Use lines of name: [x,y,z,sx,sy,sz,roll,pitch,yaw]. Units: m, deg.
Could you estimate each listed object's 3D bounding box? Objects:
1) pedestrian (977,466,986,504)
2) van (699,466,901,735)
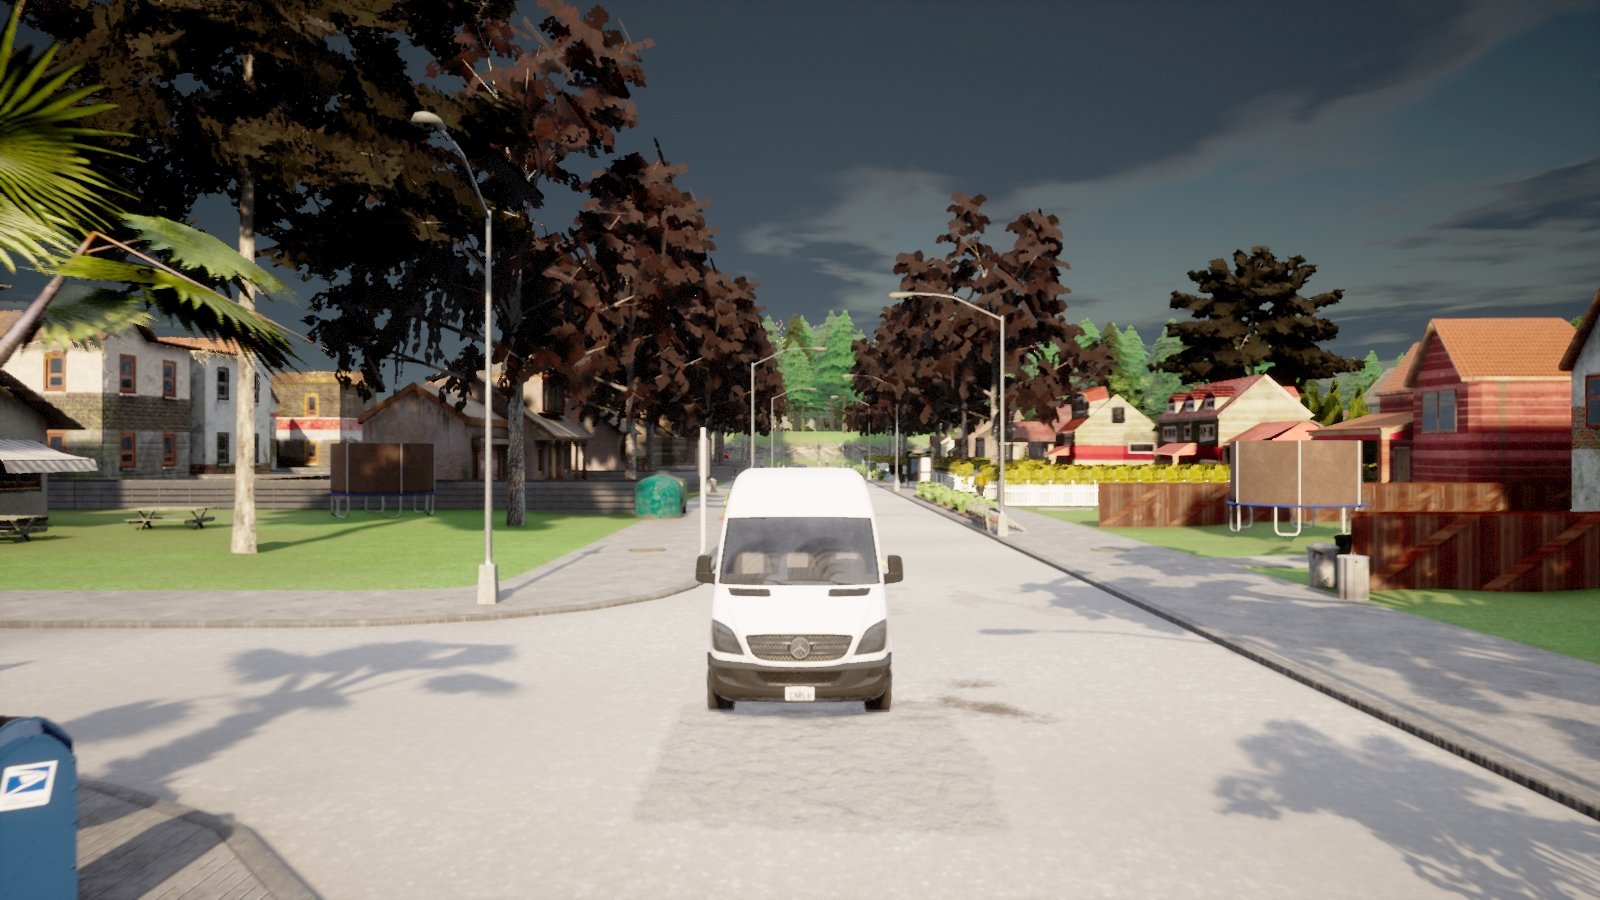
pedestrian: [8.951,1.744,56.409,0.375,1.860,0.375,0,0,-3]
van: [0.005,1.534,14.246,1.988,2.561,5.915,0,0,0]
